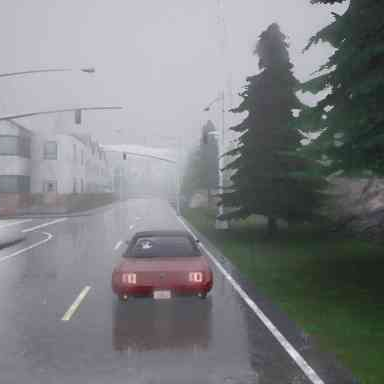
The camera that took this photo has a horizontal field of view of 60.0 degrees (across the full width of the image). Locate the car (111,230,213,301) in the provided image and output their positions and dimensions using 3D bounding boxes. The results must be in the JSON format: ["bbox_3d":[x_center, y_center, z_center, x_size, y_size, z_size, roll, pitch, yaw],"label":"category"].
[{"bbox_3d":[-0.726,1.601,8.317,1.895,1.301,4.718,0,0,-5],"label":"car"}]
